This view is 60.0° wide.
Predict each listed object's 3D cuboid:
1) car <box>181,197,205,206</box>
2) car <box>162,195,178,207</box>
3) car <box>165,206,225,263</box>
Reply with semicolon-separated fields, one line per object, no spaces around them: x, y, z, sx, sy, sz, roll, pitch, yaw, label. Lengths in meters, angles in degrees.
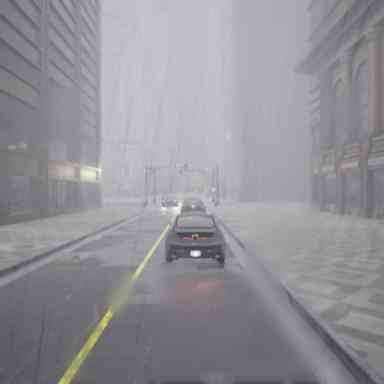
0.106;1.249;29.702;2.097;1.767;4.553;0;0;0;car
-3.004;1.191;46.266;2.097;1.767;4.553;0;0;0;car
0.100;1.465;11.761;1.837;1.490;4.892;0;0;0;car
